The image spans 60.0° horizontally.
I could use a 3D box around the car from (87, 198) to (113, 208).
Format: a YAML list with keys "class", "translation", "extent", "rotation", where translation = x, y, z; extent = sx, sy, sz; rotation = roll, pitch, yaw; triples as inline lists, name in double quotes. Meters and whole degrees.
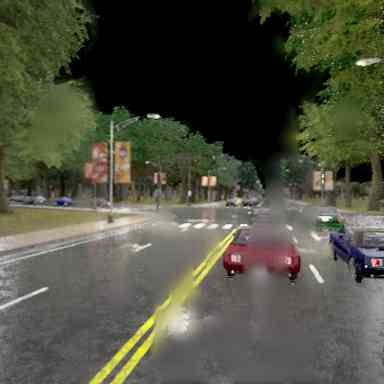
- class: "car"
  translation: [-14.607, 1.716, 52.680]
  extent: [4.902, 1.511, 2.128]
  rotation: [0, 0, 36]

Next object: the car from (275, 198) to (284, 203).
- class: "car"
  translation: [24.041, 2.333, 91.079]
  extent: [1.837, 1.490, 4.892]
  rotation: [0, -1, 13]

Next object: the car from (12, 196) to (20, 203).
- class: "car"
  translation: [-36.559, 1.683, 72.766]
  extent: [4.902, 1.511, 2.128]
  rotation: [0, 0, 36]

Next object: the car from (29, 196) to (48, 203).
- class: "car"
  translation: [-34.892, 1.709, 75.571]
  extent: [4.674, 1.442, 1.812]
  rotation: [0, 0, 36]

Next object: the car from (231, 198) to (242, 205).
- class: "car"
  translation: [9.909, 2.102, 73.240]
  extent: [1.882, 1.535, 5.008]
  rotation: [0, 0, 13]

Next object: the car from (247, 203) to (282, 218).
- class: "car"
  translation: [4.599, 1.691, 21.092]
  extent: [1.837, 1.490, 4.892]
  rotation: [0, 0, 13]

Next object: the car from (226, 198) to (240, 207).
- class: "car"
  translation: [7.645, 2.085, 63.609]
  extent: [2.033, 1.411, 5.357]
  rotation: [0, 0, 14]

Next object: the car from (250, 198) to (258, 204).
- class: "car"
  translation: [15.477, 2.203, 82.893]
  extent: [1.882, 1.535, 5.008]
  rotation: [0, 0, 13]

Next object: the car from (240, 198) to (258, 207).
- class: "car"
  translation: [10.787, 2.091, 62.790]
  extent: [2.033, 1.411, 5.357]
  rotation: [0, 0, 14]

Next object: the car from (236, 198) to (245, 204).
- class: "car"
  translation: [12.222, 2.238, 83.240]
  extent: [1.812, 1.442, 4.674]
  rotation: [0, 0, 13]

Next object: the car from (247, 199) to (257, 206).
- class: "car"
  translation: [13.142, 2.229, 72.788]
  extent: [1.895, 1.301, 4.718]
  rotation: [0, 0, 13]

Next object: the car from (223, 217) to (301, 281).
- class: "car"
  translation: [2.157, 1.691, 10.249]
  extent: [1.895, 1.301, 4.718]
  rotation: [0, 0, 13]

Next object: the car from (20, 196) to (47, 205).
- class: "car"
  translation: [-30.359, 1.683, 64.243]
  extent: [4.902, 1.511, 2.128]
  rotation: [0, 0, 36]

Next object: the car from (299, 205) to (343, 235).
- class: "car"
  translation: [7.720, 1.543, 20.149]
  extent: [2.097, 1.767, 4.553]
  rotation: [0, 0, 13]

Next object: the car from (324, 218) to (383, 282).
- class: "car"
  translation: [5.395, 1.701, 9.850]
  extent: [1.895, 1.301, 4.718]
  rotation: [0, 0, 13]

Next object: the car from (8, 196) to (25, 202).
- class: "car"
  translation: [-43.201, 1.687, 81.609]
  extent: [4.674, 1.442, 1.812]
  rotation: [0, 0, 36]

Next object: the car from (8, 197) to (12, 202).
- class: "car"
  translation: [-44.986, 1.730, 78.888]
  extent: [4.718, 1.301, 1.895]
  rotation: [0, 0, 36]

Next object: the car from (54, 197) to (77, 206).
- class: "car"
  translation: [-22.199, 1.668, 58.232]
  extent: [5.008, 1.535, 1.882]
  rotation: [0, 0, 36]
